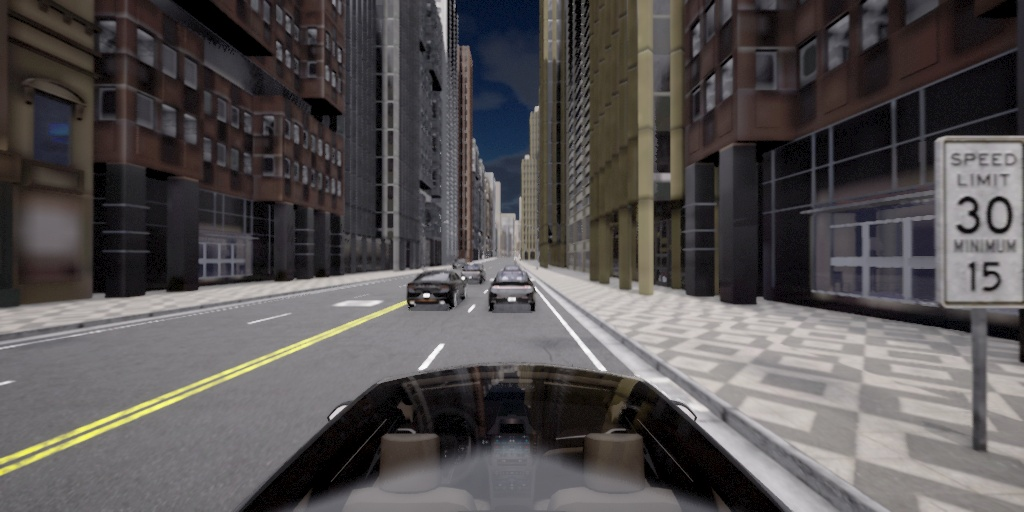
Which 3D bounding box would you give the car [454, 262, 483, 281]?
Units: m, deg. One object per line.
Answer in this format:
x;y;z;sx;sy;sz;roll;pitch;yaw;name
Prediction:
-3.234;1.505;30.353;2.128;1.511;4.902;0;0;1;car

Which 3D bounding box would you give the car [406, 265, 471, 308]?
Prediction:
-3.224;1.362;16.081;1.882;1.535;5.008;0;0;1;car

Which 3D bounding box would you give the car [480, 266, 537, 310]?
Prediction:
0.019;1.371;15.359;2.128;1.511;4.902;0;0;1;car
